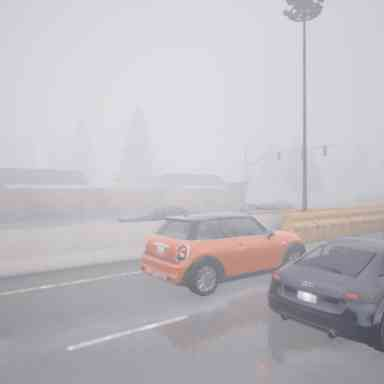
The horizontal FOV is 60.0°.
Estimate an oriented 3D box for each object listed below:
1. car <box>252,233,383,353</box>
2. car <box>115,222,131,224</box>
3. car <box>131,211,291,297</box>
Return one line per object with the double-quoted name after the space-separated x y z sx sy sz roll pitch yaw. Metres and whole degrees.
3.364 1.540 6.178 4.181 1.385 1.994 0 0 -36 "car"
-1.828 1.513 19.934 5.357 1.411 2.033 0 0 -36 "car"
1.007 1.331 8.792 4.553 1.767 2.097 0 0 -36 "car"
